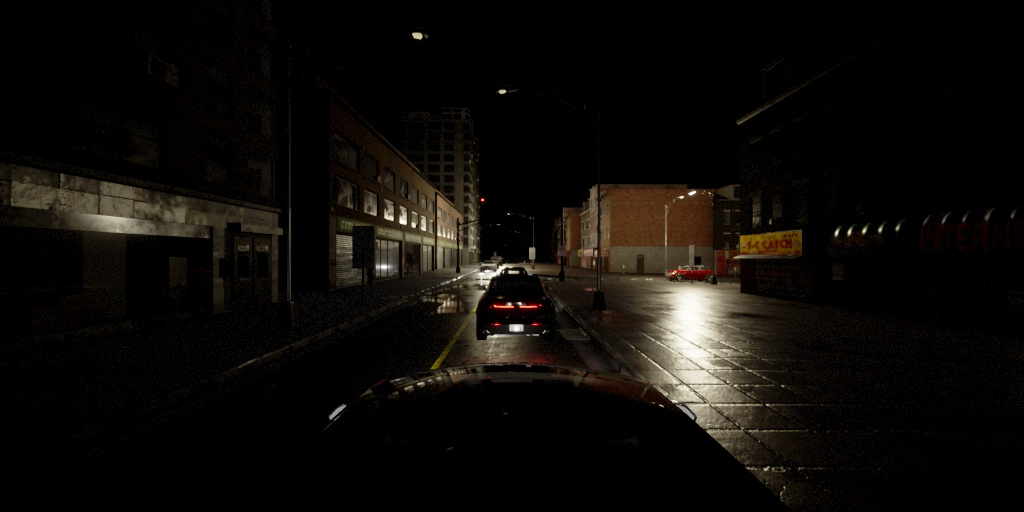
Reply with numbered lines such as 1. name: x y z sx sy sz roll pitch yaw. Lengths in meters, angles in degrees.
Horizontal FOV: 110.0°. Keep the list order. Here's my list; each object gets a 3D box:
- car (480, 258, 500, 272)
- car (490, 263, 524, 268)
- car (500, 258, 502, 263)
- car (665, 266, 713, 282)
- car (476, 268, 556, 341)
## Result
1. car: -2.887 1.276 45.070 1.812 1.442 4.674 0 0 1
2. car: 0.095 1.298 19.527 2.033 1.411 5.357 0 0 0
3. car: -2.886 1.347 54.888 1.895 1.301 4.718 0 0 0
4. car: 16.336 1.574 33.113 4.097 1.591 1.967 0 0 0
5. car: 0.086 1.255 9.916 1.837 1.490 4.892 0 0 0
